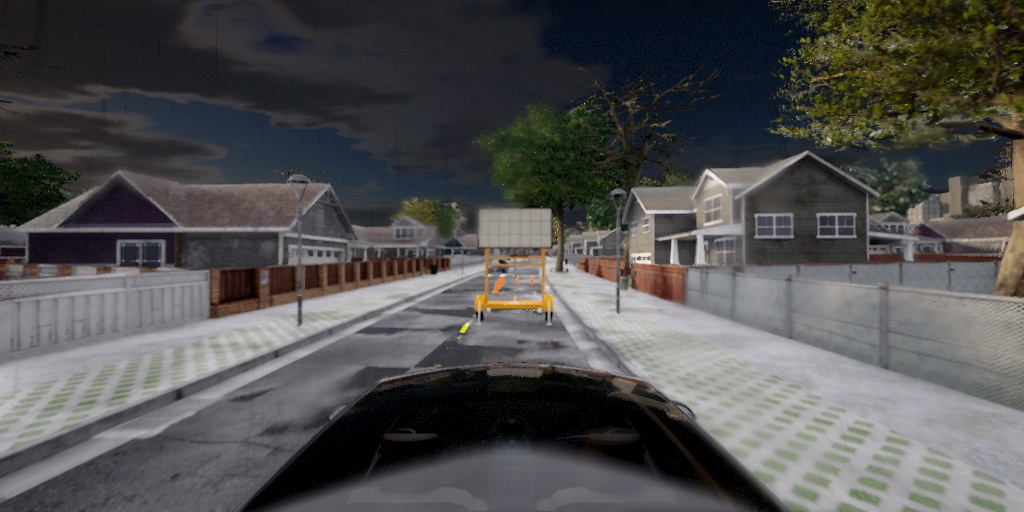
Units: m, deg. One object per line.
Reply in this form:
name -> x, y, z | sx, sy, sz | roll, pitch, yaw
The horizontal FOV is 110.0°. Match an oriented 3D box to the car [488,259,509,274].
car -> -1.455, 1.067, 36.958 | 1.812, 1.442, 4.674 | 0, 0, 5

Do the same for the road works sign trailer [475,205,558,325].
road works sign trailer -> 0.102, 0.169, 11.613 | 2.380, 3.560, 2.880 | 0, 0, 2
